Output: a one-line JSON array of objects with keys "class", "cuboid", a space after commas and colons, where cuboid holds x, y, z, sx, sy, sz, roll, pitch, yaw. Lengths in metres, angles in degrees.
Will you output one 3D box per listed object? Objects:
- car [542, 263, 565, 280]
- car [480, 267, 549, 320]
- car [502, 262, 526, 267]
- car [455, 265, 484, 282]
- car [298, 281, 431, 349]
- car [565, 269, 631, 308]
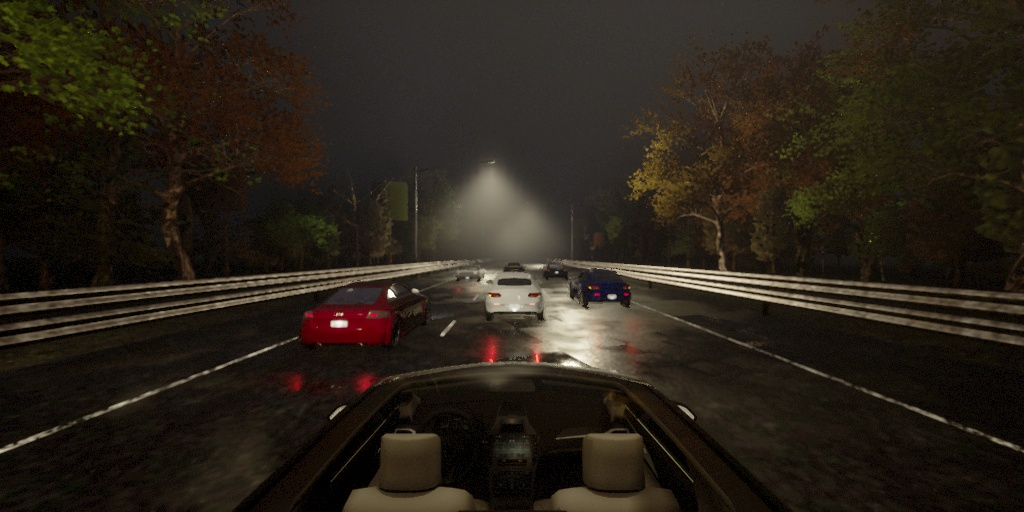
[{"class": "car", "cuboid": [3.689, 1.328, 31.437, 1.994, 1.385, 4.181, 0, 0, 1]}, {"class": "car", "cuboid": [0.082, 1.282, 12.609, 1.812, 1.442, 4.674, 0, 0, 0]}, {"class": "car", "cuboid": [0.183, 1.270, 30.918, 1.837, 1.490, 4.892, 0, 0, 1]}, {"class": "car", "cuboid": [-3.334, 1.366, 29.306, 1.895, 1.301, 4.718, 0, 0, 1]}, {"class": "car", "cuboid": [-3.434, 1.320, 9.144, 1.994, 1.385, 4.181, 0, 0, 0]}, {"class": "car", "cuboid": [3.588, 1.282, 15.114, 1.812, 1.442, 4.674, 0, 0, 0]}]
